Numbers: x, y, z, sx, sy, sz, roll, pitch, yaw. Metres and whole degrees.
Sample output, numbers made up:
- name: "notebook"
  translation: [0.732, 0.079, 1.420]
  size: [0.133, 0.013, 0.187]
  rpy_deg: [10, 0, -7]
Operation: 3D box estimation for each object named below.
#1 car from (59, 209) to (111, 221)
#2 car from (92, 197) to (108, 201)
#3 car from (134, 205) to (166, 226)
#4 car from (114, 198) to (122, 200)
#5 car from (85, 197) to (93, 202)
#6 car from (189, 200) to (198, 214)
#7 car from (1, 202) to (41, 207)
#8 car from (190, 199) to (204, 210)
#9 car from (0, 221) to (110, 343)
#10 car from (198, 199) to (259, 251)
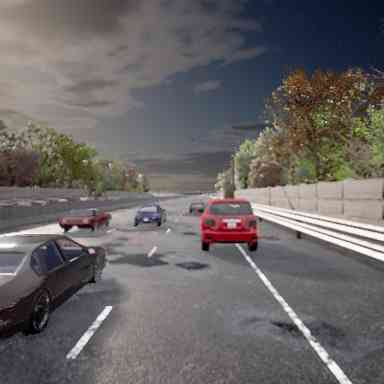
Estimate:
- name: "car"
  translation: [-6.553, 1.715, 21.008]
  size: [1.895, 1.301, 4.718]
  rpy_deg: [0, 0, 1]
- name: "car"
  translation: [-19.812, 1.941, 73.439]
  size: [1.837, 1.490, 4.892]
  rpy_deg: [0, 0, 1]
- name: "car"
  translation: [-3.000, 1.655, 24.298]
  size: [1.812, 1.442, 4.674]
  rpy_deg: [0, 0, 1]
- name: "car"
  translation: [-16.299, 1.990, 74.216]
  size: [1.994, 1.385, 4.181]
  rpy_deg: [0, 0, 1]
- name: "car"
  translation: [-23.251, 1.936, 77.244]
  size: [1.812, 1.442, 4.674]
  rpy_deg: [0, 0, 1]
- name: "car"
  translation: [0.690, 1.702, 39.004]
  size: [2.128, 1.511, 4.902]
  rpy_deg: [0, 0, 1]
- name: "car"
  translation: [-17.036, 1.743, 34.516]
  size: [2.033, 1.411, 5.357]
  rpy_deg: [0, 0, 1]
- name: "car"
  translation: [0.808, 1.834, 49.430]
  size: [1.994, 1.385, 4.181]
  rpy_deg: [0, 0, 1]
- name: "car"
  translation: [-3.283, 1.581, 6.704]
  size: [2.033, 1.411, 5.357]
  rpy_deg: [0, 0, 1]
- name: "car"
  translation: [1.470, 1.298, 14.570]
  size: [2.150, 2.045, 5.566]
  rpy_deg: [0, 0, 1]
